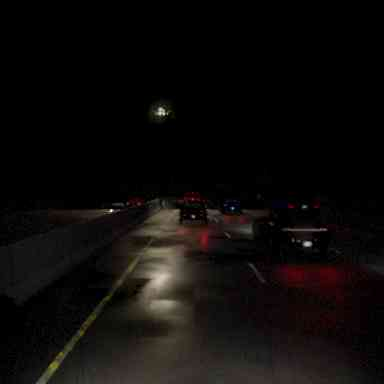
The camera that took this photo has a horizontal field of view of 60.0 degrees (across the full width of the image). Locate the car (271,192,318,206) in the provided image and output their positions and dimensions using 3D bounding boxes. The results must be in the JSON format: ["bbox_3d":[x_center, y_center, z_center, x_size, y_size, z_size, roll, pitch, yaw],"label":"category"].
[{"bbox_3d":[7.093,1.021,23.595,2.150,2.045,5.566,0,0,0],"label":"car"}]

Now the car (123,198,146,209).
[{"bbox_3d":[-7.098,1.465,42.613,1.882,1.535,5.008,0,-2,0],"label":"car"}]

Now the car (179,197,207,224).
[{"bbox_3d":[0.081,1.331,23.026,1.812,1.442,4.674,0,0,0],"label":"car"}]

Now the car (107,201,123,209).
[{"bbox_3d":[-10.585,1.940,49.029,1.895,1.301,4.718,0,-4,0],"label":"car"}]

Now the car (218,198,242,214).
[{"bbox_3d":[3.591,1.273,31.651,1.812,1.442,4.674,0,0,0],"label":"car"}]

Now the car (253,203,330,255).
[{"bbox_3d":[3.595,1.382,12.770,2.128,1.511,4.902,0,0,0],"label":"car"}]

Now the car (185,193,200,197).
[{"bbox_3d":[0.086,1.162,41.561,2.150,2.045,5.566,0,-2,0],"label":"car"}]

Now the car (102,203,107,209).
[{"bbox_3d":[-14.060,2.503,57.091,1.837,1.490,4.892,0,-5,1],"label":"car"}]
